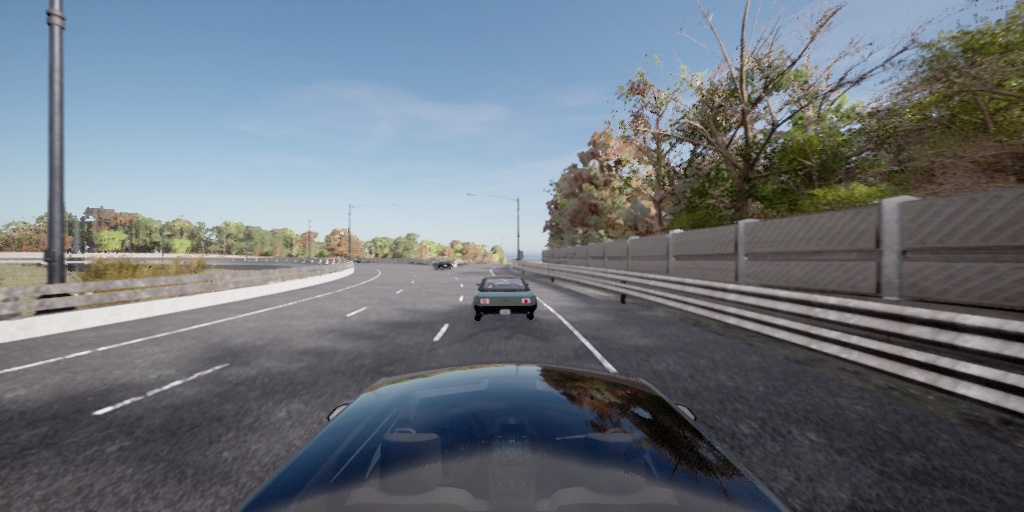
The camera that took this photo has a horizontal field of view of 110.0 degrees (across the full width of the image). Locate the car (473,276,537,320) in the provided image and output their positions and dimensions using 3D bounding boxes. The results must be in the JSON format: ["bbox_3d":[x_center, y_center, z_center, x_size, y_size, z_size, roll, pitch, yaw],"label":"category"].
[{"bbox_3d":[-0.335,1.339,12.643,1.895,1.301,4.718,0,0,-4],"label":"car"}]

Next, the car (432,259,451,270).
[{"bbox_3d":[-10.334,1.191,52.301,1.882,1.535,5.008,0,0,-25],"label":"car"}]
